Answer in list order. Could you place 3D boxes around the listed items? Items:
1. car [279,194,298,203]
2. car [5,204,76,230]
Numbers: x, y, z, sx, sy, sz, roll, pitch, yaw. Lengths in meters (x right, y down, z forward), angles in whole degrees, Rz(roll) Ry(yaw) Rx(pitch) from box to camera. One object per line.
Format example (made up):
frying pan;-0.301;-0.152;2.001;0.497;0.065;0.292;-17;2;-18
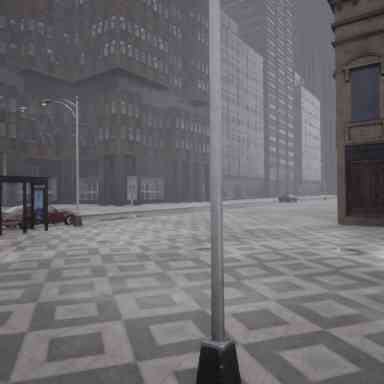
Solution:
car;16.445;1.110;56.507;1.882;1.535;5.008;-1;0;35
car;-9.330;1.430;20.314;1.812;1.442;4.674;-1;0;35
